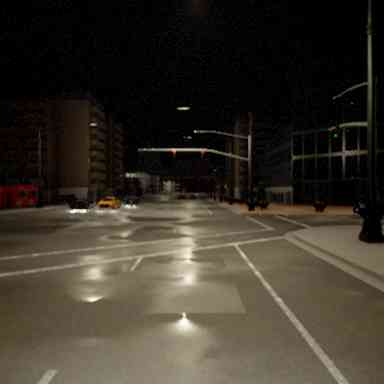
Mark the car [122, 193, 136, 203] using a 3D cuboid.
[{"bbox_3d":[-13.769,1.220,73.091,2.150,2.045,5.566,0,0,0],"label":"car"}]

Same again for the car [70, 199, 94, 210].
[{"bbox_3d":[-13.962,1.524,42.259,1.994,1.385,4.181,0,0,0],"label":"car"}]

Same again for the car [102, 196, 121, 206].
[{"bbox_3d":[-13.886,1.555,57.907,2.128,1.511,4.902,0,0,1],"label":"car"}]

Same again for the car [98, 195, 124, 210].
[{"bbox_3d":[-10.463,1.423,42.224,1.882,1.535,5.008,0,0,0],"label":"car"}]

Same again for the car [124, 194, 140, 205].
[{"bbox_3d":[-10.376,1.545,58.978,2.128,1.511,4.902,0,0,1],"label":"car"}]

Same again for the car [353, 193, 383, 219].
[{"bbox_3d":[15.535,1.012,25.703,5.566,2.045,2.150,0,0,1],"label":"car"}]
